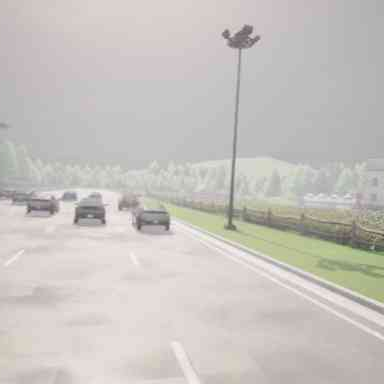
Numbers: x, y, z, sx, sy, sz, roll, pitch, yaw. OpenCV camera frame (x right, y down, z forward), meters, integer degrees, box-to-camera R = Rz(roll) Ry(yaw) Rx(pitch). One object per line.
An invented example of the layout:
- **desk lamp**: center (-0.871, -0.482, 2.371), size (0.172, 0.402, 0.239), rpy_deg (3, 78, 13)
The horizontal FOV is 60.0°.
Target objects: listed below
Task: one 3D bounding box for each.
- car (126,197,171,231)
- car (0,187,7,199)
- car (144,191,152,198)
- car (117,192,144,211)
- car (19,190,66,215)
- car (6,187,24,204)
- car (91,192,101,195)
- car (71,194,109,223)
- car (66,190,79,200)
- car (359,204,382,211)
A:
- **car**: center (-2.504, 1.360, 19.853), size (2.128, 1.511, 4.902), rpy_deg (3, 0, -15)
- **car**: center (-23.404, 0.150, 43.119), size (2.128, 1.511, 4.902), rpy_deg (3, 0, -16)
- **car**: center (-12.714, 0.544, 89.834), size (3.866, 1.878, 1.905), rpy_deg (3, 0, -16)
- **car**: center (-6.661, 0.989, 34.878), size (2.097, 1.767, 4.553), rpy_deg (3, 0, -15)
- **car**: center (-11.189, 0.854, 25.261), size (2.128, 1.511, 4.902), rpy_deg (3, 0, -16)
- **car**: center (-17.589, 0.486, 35.243), size (2.128, 1.511, 4.902), rpy_deg (3, 0, -16)
- **car**: center (-13.351, 0.759, 46.095), size (1.837, 1.490, 4.892), rpy_deg (3, 0, -16)
- **car**: center (-6.608, 1.134, 21.813), size (1.837, 1.490, 4.892), rpy_deg (3, 0, -16)
- **car**: center (-17.481, 0.490, 47.917), size (1.882, 1.535, 5.008), rpy_deg (3, 0, -16)
- **car**: center (38.940, 3.570, 72.525), size (1.932, 1.855, 4.605), rpy_deg (3, 0, -16)
